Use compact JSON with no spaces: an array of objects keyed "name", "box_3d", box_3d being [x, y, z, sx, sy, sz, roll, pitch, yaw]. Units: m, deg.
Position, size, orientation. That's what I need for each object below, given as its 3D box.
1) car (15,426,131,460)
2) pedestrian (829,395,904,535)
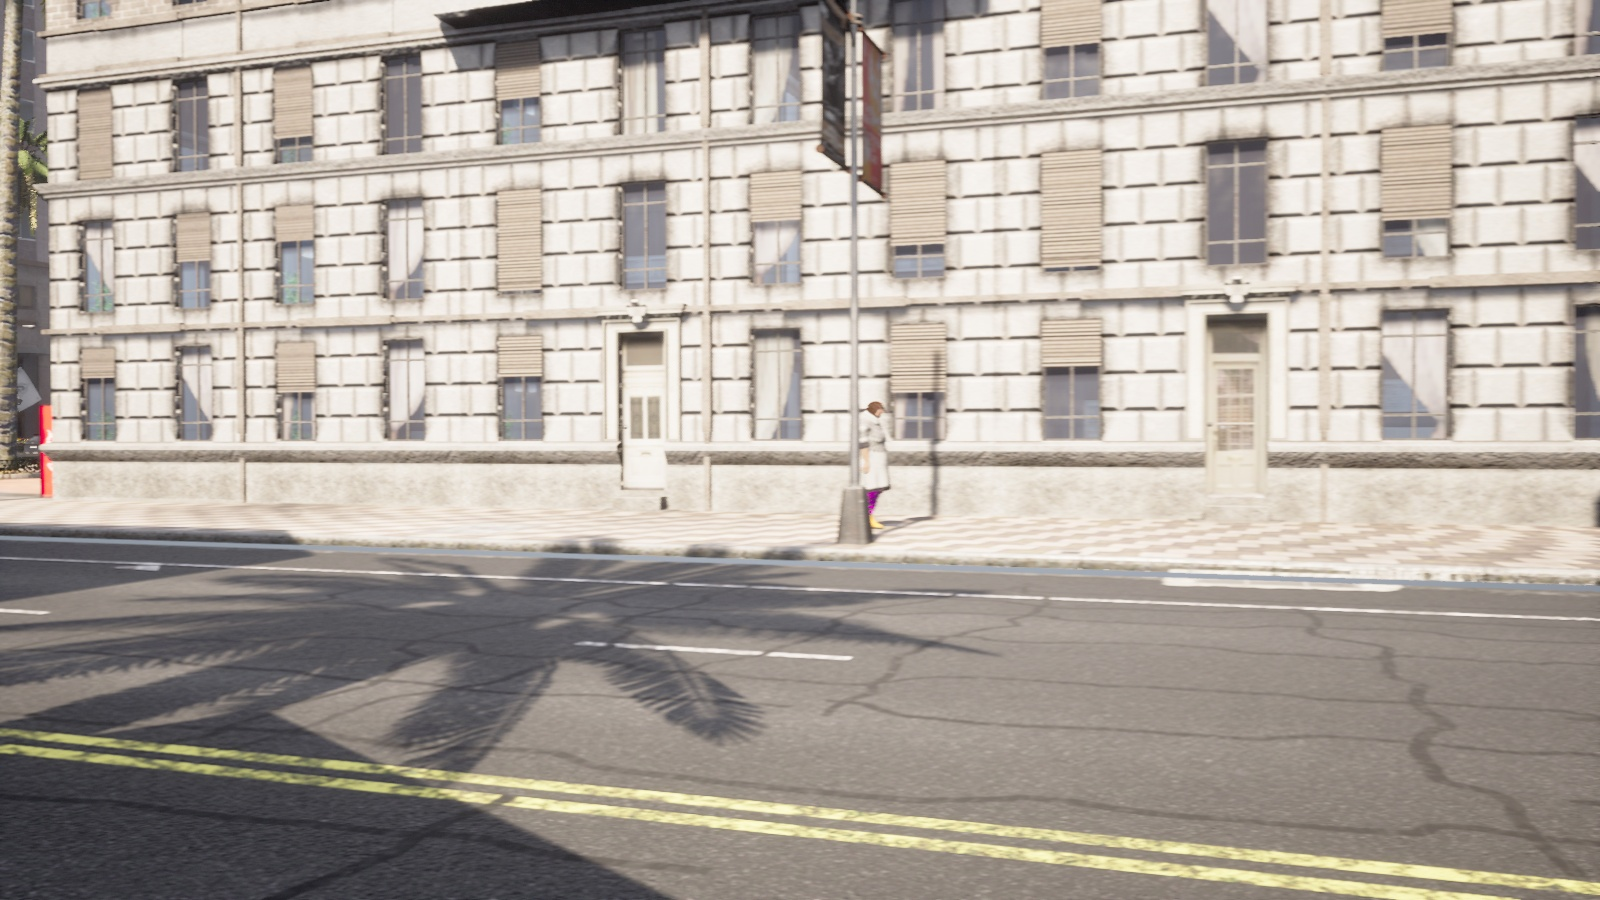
[{"name":"car","box_3d":[-36.076,-0.380,62.486,2.033,1.649,4.856,0,1,19]},{"name":"pedestrian","box_3d":[0.957,0.199,17.985,0.873,1.952,0.659,1,1,25]}]
